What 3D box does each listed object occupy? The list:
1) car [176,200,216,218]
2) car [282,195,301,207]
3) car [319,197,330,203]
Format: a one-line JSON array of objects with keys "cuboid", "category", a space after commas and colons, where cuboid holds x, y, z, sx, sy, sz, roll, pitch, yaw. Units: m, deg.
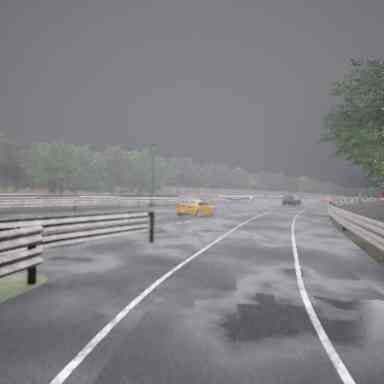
[{"cuboid": [0.456, 1.445, 29.847, 1.882, 1.535, 5.008, 1, 0, 29], "category": "car"}, {"cuboid": [17.951, 1.539, 59.769, 2.150, 2.045, 5.566, 2, 0, 31], "category": "car"}, {"cuboid": [34.444, 1.992, 86.082, 2.097, 1.767, 4.553, 2, 0, 33], "category": "car"}]
